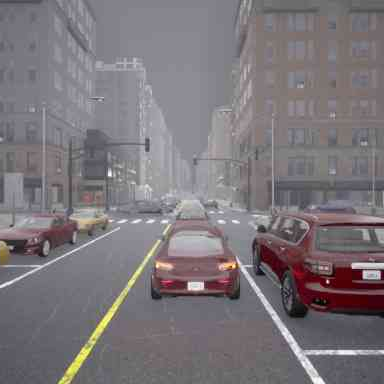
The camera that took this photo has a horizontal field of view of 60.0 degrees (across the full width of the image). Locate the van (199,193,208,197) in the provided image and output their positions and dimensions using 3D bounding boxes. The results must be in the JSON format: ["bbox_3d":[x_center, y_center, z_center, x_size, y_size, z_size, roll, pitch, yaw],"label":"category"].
[{"bbox_3d":[2.616,1.359,62.626,1.690,1.788,3.998,1,0,0],"label":"van"}]

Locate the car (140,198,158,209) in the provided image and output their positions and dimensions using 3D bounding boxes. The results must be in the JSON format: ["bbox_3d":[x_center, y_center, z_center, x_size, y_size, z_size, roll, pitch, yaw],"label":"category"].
[{"bbox_3d":[-5.895,1.556,45.606,1.887,1.381,4.507,1,0,0],"label":"car"}]

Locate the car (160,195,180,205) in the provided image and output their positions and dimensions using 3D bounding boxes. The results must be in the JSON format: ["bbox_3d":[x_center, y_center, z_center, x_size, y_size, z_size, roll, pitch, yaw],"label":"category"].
[{"bbox_3d":[-3.129,1.503,45.517,2.128,1.511,4.902,0,0,1],"label":"car"}]

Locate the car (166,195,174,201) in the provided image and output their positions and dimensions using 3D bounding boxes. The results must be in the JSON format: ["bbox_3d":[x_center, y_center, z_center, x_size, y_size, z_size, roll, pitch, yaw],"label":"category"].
[{"bbox_3d":[-5.940,1.616,90.988,1.802,1.307,4.206,1,0,0],"label":"car"}]

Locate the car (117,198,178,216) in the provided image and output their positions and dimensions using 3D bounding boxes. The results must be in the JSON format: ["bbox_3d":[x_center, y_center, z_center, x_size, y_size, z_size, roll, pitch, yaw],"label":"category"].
[{"bbox_3d":[-4.469,1.532,31.977,5.357,1.411,2.033,1,0,-20],"label":"car"}]

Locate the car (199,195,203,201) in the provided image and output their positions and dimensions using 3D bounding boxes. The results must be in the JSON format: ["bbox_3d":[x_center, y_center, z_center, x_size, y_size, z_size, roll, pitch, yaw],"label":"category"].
[{"bbox_3d":[2.620,1.597,56.952,1.802,1.307,4.206,1,0,0],"label":"car"}]

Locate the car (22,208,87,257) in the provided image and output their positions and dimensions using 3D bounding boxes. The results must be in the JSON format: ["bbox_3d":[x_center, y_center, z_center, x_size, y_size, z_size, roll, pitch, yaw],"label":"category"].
[{"bbox_3d":[-5.862,1.548,12.962,1.887,1.381,4.507,1,0,0],"label":"car"}]

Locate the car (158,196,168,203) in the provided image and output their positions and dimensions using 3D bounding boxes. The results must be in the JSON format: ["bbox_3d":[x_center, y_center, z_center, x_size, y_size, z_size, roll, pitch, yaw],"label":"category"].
[{"bbox_3d":[-5.917,1.602,68.297,1.802,1.307,4.206,1,0,0],"label":"car"}]

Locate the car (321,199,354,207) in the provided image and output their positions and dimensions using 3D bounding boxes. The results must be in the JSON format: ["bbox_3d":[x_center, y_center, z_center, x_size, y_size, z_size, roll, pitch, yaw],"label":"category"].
[{"bbox_3d":[13.566,1.503,32.822,4.553,1.767,2.097,0,-1,0],"label":"car"}]

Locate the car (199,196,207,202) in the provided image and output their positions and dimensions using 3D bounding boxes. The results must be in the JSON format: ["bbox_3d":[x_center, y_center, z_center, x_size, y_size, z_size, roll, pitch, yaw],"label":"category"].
[{"bbox_3d":[2.597,1.609,79.645,1.802,1.307,4.206,1,0,0],"label":"car"}]

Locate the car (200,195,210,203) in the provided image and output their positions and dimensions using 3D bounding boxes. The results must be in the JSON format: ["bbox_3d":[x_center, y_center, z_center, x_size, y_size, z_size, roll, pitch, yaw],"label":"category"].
[{"bbox_3d":[2.625,1.595,51.278,1.802,1.307,4.206,1,0,0],"label":"car"}]

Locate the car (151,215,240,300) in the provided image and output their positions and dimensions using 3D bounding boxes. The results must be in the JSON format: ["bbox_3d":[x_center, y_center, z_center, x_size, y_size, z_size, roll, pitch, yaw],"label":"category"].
[{"bbox_3d":[0.077,1.528,8.290,1.812,1.442,4.674,0,0,0],"label":"car"}]

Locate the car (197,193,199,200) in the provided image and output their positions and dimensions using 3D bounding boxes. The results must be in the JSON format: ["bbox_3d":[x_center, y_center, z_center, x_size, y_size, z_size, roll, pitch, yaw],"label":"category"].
[{"bbox_3d":[2.611,1.335,68.299,2.192,1.841,5.009,1,0,0],"label":"car"}]

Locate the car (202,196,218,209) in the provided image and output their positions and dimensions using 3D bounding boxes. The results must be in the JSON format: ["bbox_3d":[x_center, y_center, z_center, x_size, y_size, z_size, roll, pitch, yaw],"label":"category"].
[{"bbox_3d":[2.631,1.593,45.605,1.802,1.307,4.206,1,0,0],"label":"car"}]

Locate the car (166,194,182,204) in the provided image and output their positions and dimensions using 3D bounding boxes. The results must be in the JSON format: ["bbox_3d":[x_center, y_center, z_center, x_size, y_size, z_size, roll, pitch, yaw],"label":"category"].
[{"bbox_3d":[-3.143,1.562,56.108,2.033,1.411,5.357,0,0,0],"label":"car"}]

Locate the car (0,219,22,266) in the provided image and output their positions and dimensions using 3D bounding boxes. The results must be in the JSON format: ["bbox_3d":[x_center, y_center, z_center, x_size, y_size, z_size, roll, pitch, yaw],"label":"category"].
[{"bbox_3d":[-5.856,1.527,7.167,1.752,1.417,4.829,1,0,0],"label":"car"}]

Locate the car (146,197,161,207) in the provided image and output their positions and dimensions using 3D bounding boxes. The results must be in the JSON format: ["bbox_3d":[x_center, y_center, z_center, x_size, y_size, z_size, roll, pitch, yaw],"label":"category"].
[{"bbox_3d":[-5.900,1.558,51.279,1.887,1.381,4.507,1,0,0],"label":"car"}]

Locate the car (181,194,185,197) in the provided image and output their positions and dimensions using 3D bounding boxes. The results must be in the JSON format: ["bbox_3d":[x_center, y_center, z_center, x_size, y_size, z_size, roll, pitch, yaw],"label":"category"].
[{"bbox_3d":[-3.087,1.567,66.717,2.033,1.411,5.357,0,0,1],"label":"car"}]

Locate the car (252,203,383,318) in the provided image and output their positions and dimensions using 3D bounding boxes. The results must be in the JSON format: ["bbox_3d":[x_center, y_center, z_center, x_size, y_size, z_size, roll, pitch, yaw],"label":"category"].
[{"bbox_3d":[2.671,1.317,7.337,2.192,1.841,5.009,1,0,0],"label":"car"}]

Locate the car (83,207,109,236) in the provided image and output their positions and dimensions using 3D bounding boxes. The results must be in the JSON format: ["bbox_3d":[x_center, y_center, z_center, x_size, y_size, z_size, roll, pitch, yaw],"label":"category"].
[{"bbox_3d":[-5.868,1.529,18.416,1.752,1.417,4.829,1,0,0],"label":"car"}]

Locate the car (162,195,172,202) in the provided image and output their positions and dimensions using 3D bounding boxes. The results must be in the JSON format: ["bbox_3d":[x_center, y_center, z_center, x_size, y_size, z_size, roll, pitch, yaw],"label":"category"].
[{"bbox_3d":[-5.927,1.467,79.643,1.967,1.590,4.097,1,0,0],"label":"car"}]

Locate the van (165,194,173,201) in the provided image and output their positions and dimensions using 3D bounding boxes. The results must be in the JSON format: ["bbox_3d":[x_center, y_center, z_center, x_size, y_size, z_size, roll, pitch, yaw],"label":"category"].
[{"bbox_3d":[-5.932,1.372,85.316,1.690,1.788,3.998,1,0,0],"label":"van"}]

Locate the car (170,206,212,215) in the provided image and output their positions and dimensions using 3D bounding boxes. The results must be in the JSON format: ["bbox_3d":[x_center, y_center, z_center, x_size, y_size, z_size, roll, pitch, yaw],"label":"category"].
[{"bbox_3d":[0.045,1.605,17.468,1.895,1.301,4.718,0,0,0],"label":"car"}]
